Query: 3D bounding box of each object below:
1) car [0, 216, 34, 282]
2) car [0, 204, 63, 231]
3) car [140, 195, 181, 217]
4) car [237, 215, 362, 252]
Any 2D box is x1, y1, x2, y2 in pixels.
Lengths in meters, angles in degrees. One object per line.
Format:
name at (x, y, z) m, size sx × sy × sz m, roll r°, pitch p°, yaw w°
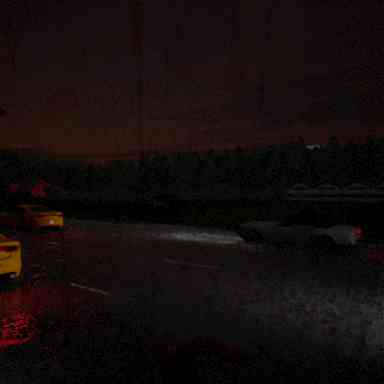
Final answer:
car at (-6.355, 1.477, 8.522) m, size 5.008 × 1.535 × 1.882 m, roll 0°, pitch 0°, yaw 35°
car at (-9.611, 1.477, 19.439) m, size 5.008 × 1.535 × 1.882 m, roll 0°, pitch 0°, yaw 35°
car at (-2.680, 1.213, 29.630) m, size 1.905 × 1.878 × 3.866 m, roll 0°, pitch 0°, yaw 35°
car at (4.308, 1.601, 13.821) m, size 4.718 × 1.301 × 1.895 m, roll 0°, pitch 0°, yaw 35°
